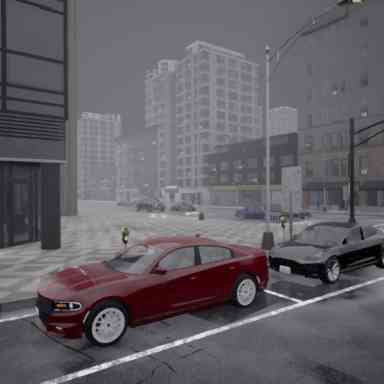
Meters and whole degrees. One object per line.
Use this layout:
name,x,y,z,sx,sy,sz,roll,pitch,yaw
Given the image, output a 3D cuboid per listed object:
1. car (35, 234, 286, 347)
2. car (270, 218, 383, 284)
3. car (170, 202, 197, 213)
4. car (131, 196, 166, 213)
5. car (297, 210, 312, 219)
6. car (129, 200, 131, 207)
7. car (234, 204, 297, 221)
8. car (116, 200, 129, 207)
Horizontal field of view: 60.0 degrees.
car,-0.496,1.544,6.299,4.507,1.381,1.887,0,0,-35
car,4.099,1.563,9.576,4.313,1.339,1.947,0,0,-35
car,-1.207,2.029,44.550,1.994,1.385,4.181,0,0,-35
car,-5.747,1.745,45.335,2.150,2.045,5.566,0,-1,-35
car,8.392,1.809,30.973,2.033,1.411,5.357,0,-1,-35
car,-10.320,1.922,68.997,2.150,2.045,5.566,0,0,-35
car,5.997,1.820,28.731,2.033,1.411,5.357,0,-1,-35
car,-13.858,2.279,68.377,2.033,1.411,5.357,0,0,-35
